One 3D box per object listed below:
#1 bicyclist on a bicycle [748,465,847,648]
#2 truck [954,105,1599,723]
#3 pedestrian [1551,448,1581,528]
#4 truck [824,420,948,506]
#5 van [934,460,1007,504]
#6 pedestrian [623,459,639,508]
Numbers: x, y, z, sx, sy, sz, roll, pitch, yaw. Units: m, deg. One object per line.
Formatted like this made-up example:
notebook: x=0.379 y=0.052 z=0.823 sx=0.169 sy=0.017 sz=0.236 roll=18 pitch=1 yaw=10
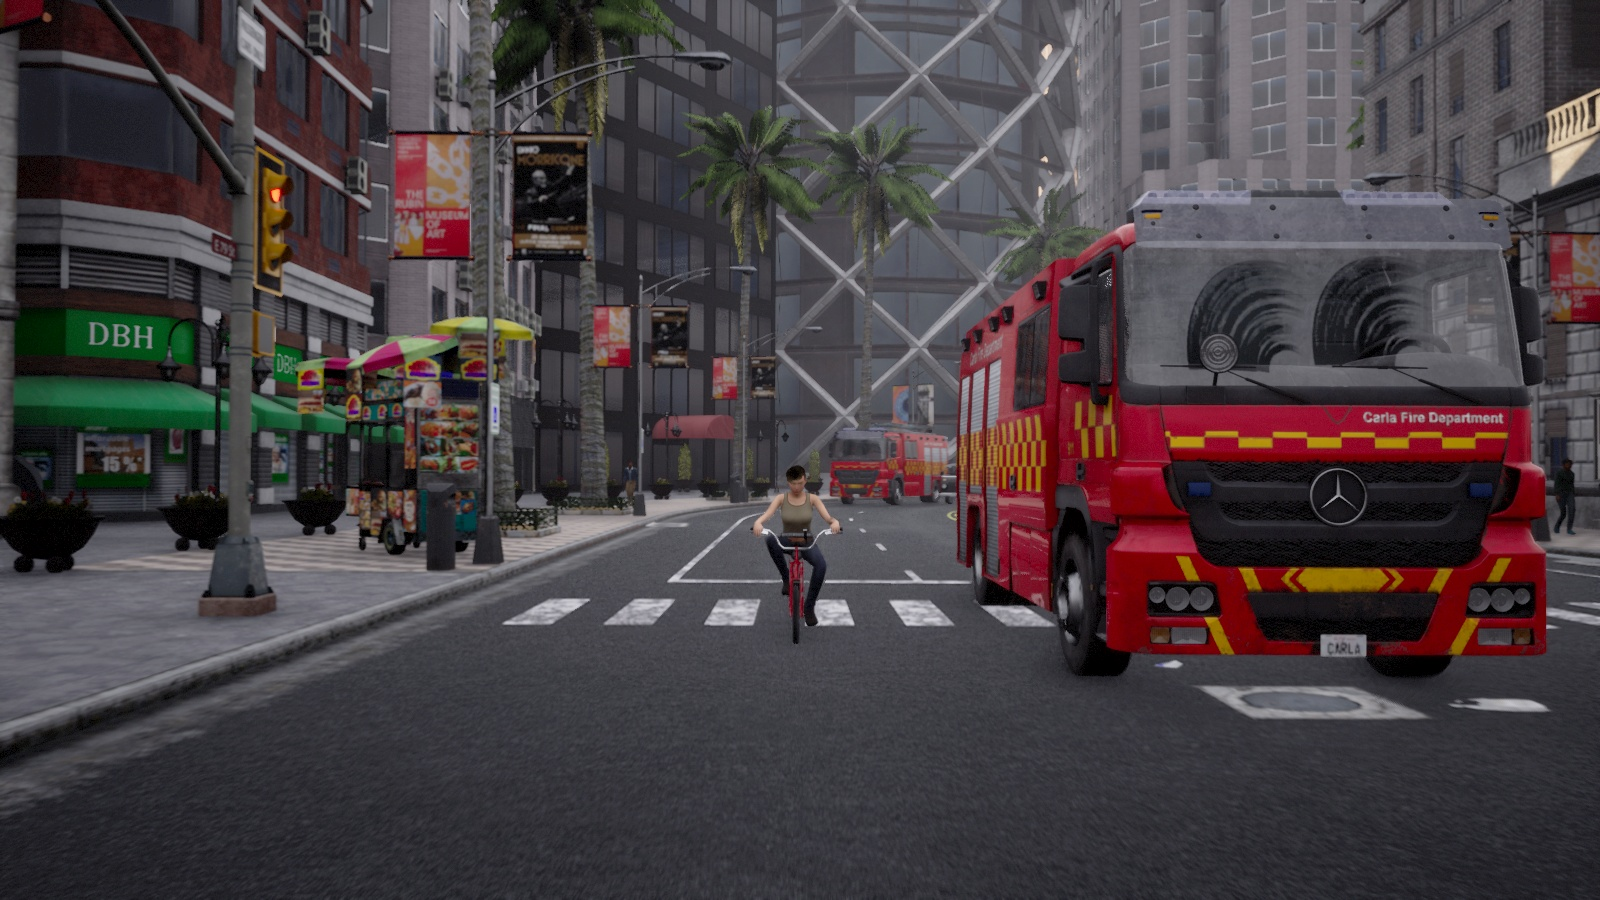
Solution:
bicyclist on a bicycle: x=-0.024 y=0.949 z=11.806 sx=0.866 sy=1.612 sz=1.509 roll=0 pitch=-1 yaw=0
truck: x=3.469 y=-0.162 z=12.025 sx=2.891 sy=3.827 sz=8.468 roll=0 pitch=-1 yaw=0
pedestrian: x=17.880 y=0.891 z=29.313 sx=0.353 sy=1.847 sz=0.614 roll=0 pitch=-1 yaw=6
truck: x=4.290 y=0.644 z=60.381 sx=2.891 sy=3.827 sz=8.468 roll=-1 pitch=-1 yaw=27
van: x=8.255 y=1.518 z=60.513 sx=2.069 sy=2.038 sz=4.480 roll=-1 pitch=-1 yaw=27
pedestrian: x=-6.794 y=1.343 z=50.445 sx=0.423 sy=1.949 sz=0.788 roll=0 pitch=-1 yaw=10
